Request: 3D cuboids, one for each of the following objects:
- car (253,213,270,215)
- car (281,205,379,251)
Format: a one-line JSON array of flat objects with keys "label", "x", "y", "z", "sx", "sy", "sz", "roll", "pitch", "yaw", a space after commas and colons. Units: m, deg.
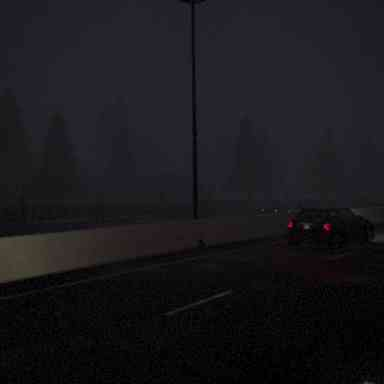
[{"label": "car", "x": 8.153, "y": 1.727, "z": 33.705, "sx": 4.674, "sy": 1.442, "sz": 1.812, "roll": 0, "pitch": -1, "yaw": -32}, {"label": "car", "x": 6.186, "y": 1.406, "z": 14.650, "sx": 4.553, "sy": 1.767, "sz": 2.097, "roll": 0, "pitch": -1, "yaw": -41}]
